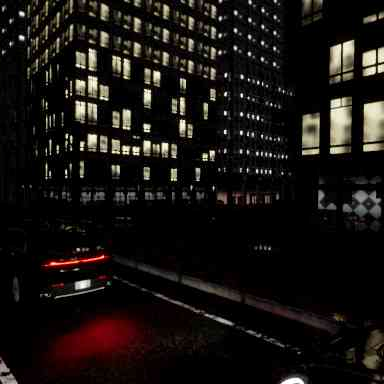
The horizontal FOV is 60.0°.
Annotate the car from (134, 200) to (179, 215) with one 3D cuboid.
[{"bbox_3d":[-3.835,1.647,36.431,4.829,1.417,1.752,1,0,-40],"label":"car"}]

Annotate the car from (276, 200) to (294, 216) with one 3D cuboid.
[{"bbox_3d":[10.320,1.936,37.450,4.206,1.307,1.802,1,0,-40],"label":"car"}]

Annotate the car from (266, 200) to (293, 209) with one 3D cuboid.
[{"bbox_3d":[13.493,1.881,51.130,4.313,1.339,1.947,1,0,-40],"label":"car"}]

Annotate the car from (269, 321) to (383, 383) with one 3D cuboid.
[{"bbox_3d":[2.431,1.352,1.322,2.097,1.767,4.553,0,0,-41],"label":"car"}]

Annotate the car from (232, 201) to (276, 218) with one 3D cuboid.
[{"bbox_3d":[6.149,1.832,33.911,4.829,1.417,1.752,1,0,-40],"label":"car"}]

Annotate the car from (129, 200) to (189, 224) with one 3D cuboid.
[{"bbox_3d":[-2.581,1.523,26.504,5.009,1.841,2.192,1,0,-40],"label":"car"}]

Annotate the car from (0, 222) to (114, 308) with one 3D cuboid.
[{"bbox_3d":[-3.660,1.501,8.107,1.837,1.490,4.892,0,0,-41],"label":"car"}]
